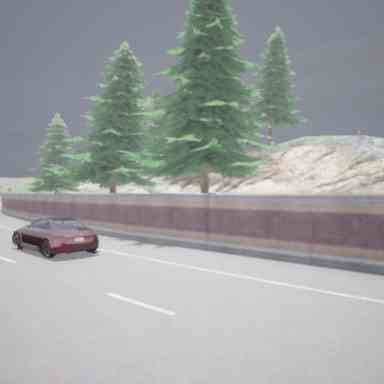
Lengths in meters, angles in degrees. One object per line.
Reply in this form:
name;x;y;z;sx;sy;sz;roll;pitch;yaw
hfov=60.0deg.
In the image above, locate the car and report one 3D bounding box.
car;-5.565;1.698;13.432;4.181;1.385;1.994;0;-1;42
